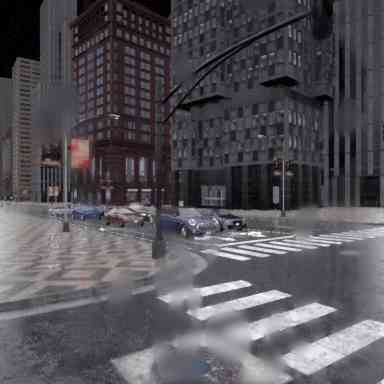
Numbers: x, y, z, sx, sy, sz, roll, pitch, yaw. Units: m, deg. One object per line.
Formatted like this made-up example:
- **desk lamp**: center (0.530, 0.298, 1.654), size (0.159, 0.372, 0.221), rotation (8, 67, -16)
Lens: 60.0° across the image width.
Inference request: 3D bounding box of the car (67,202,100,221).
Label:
- **car**: center (-10.950, 2.103, 34.313), size (1.882, 1.535, 5.008), rotation (0, -1, -36)

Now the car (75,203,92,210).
- **car**: center (-21.522, 2.819, 66.083), size (1.895, 1.301, 4.718), rotation (0, -1, -36)

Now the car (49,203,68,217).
- **car**: center (-16.720, 2.416, 42.403), size (1.895, 1.301, 4.718), rotation (0, -1, -35)

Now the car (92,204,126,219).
- **car**: center (-9.574, 2.153, 37.971), size (2.128, 1.511, 4.902), rotation (0, -1, -36)

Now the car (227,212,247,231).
- **car**: center (1.671, 1.861, 22.301), size (1.994, 1.385, 4.181), rotation (0, -1, -36)

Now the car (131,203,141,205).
- **car**: center (-3.510, 1.969, 29.518), size (1.837, 1.490, 4.892), rotation (0, -1, -35)

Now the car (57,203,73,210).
- **car**: center (-25.013, 2.851, 65.372), size (1.895, 1.301, 4.718), rotation (0, -1, -36)

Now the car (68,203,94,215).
- **car**: center (-15.612, 2.352, 46.463), size (2.128, 1.511, 4.902), rotation (0, -1, -35)

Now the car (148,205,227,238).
- **car**: center (-0.402, 1.636, 19.582), size (2.097, 1.767, 4.553), rotation (0, -1, -35)

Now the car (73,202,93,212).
- **car**: center (-18.612, 2.549, 56.457), size (1.837, 1.490, 4.892), rotation (0, -1, -36)

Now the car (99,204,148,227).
- **car**: center (-5.554, 1.976, 26.796), size (1.812, 1.442, 4.674), rotation (0, -1, -36)
